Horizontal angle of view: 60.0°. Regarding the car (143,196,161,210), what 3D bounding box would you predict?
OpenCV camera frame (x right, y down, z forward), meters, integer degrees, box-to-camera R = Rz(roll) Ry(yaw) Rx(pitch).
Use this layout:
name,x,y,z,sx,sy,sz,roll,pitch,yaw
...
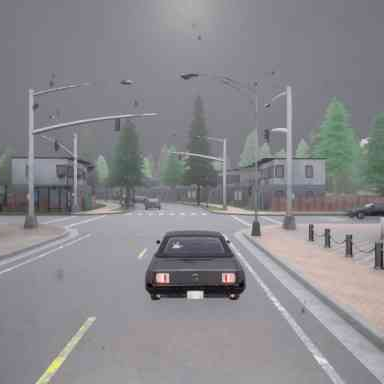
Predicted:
name,x,y,z,sx,sy,sz,roll,pitch,yaw
car,-4.946,1.491,42.447,1.812,1.442,4.674,0,0,-6

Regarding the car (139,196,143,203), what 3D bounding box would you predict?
name,x,y,z,sx,sy,sz,roll,pitch,yaw
car,-6.638,1.513,52.715,2.033,1.411,5.357,0,0,-15

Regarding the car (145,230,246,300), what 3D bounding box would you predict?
name,x,y,z,sx,sy,sz,roll,pitch,yaw
car,0.033,1.601,8.325,1.895,1.301,4.718,0,0,-1

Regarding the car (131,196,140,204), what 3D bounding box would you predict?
name,x,y,z,sx,sy,sz,roll,pitch,yaw
car,-10.196,1.469,62.678,1.837,1.490,4.892,0,0,-24

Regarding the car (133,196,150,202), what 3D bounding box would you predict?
name,x,y,z,sx,sy,sz,roll,pitch,yaw
car,-10.963,1.505,71.921,1.994,1.385,4.181,0,0,-36

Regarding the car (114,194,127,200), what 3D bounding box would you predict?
name,x,y,z,sx,sy,sz,roll,pitch,yaw
car,-16.966,1.322,79.982,4.674,1.442,1.812,0,0,45

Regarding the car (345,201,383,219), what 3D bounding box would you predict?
name,x,y,z,sx,sy,sz,roll,pitch,yaw
car,15.405,1.510,28.052,4.674,1.442,1.812,0,0,1
